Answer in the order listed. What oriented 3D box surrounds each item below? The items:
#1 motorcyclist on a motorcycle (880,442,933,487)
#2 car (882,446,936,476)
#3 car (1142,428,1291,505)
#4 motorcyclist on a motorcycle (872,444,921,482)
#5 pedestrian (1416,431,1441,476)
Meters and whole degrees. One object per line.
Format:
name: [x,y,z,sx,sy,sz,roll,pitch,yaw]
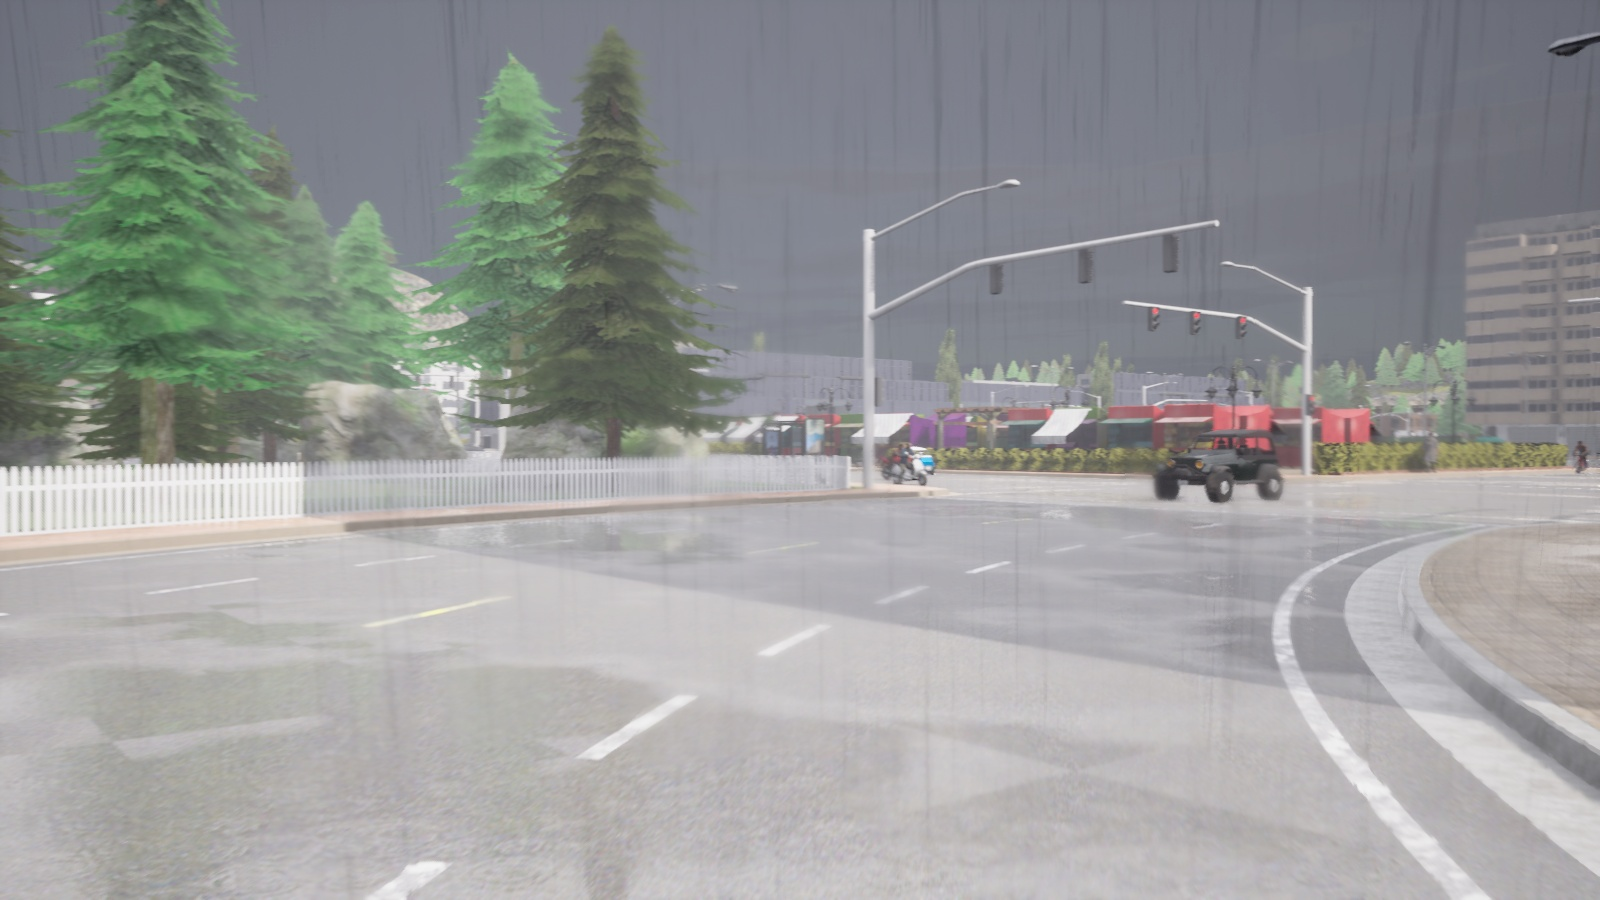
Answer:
motorcyclist on a motorcycle: [3.840,0.506,45.339,0.866,1.590,1.817,0,0,-38]
car: [5.242,0.525,60.495,1.481,1.376,2.207,0,1,-38]
car: [10.932,0.407,32.859,3.866,1.878,1.905,0,0,-39]
motorcyclist on a motorcycle: [3.888,0.504,50.918,0.797,1.523,2.044,0,0,-38]
pedestrian: [27.599,0.144,55.149,0.873,1.952,0.659,0,0,-38]
